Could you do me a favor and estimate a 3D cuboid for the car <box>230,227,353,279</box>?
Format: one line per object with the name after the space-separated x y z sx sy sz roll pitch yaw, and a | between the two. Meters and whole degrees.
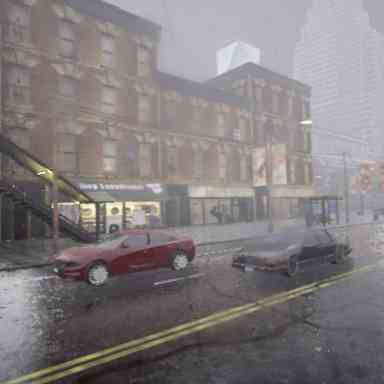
3.769 1.995 11.896 5.357 1.411 2.033 1 -3 -40 | car

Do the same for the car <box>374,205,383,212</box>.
42.561 3.675 73.527 2.002 1.452 4.674 -1 -3 -20 | car

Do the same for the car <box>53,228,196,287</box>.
-2.129 2.067 11.500 5.008 1.535 1.882 1 -3 -40 | car
